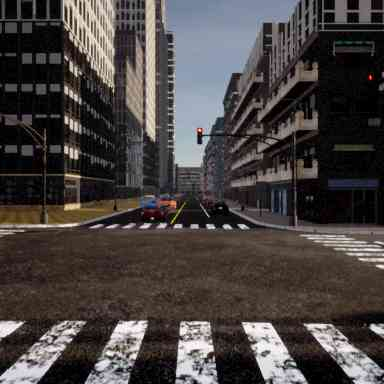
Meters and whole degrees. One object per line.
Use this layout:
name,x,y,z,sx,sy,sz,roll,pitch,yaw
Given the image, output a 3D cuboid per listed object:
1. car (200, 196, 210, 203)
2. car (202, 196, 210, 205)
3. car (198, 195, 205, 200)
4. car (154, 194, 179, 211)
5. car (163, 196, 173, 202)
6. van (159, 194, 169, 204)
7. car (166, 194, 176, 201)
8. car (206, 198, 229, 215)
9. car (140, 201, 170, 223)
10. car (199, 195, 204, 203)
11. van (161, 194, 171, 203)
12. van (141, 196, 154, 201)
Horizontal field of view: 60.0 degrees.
car,2.756,1.559,72.040,1.887,1.381,4.507,0,0,0
car,2.729,1.550,43.769,1.887,1.381,4.507,0,0,0
car,2.777,1.590,94.658,1.947,1.339,4.313,0,0,0
car,-3.060,1.355,40.852,2.097,1.767,4.553,0,0,0
car,-5.619,1.567,77.702,2.008,1.369,4.403,0,0,0
van,-5.631,1.353,66.394,1.690,1.788,3.998,0,0,0
car,-5.609,1.337,89.012,2.192,1.841,5.009,0,0,0
car,2.720,1.568,33.802,1.947,1.339,4.313,0,0,0
car,-2.955,1.602,26.116,1.895,1.301,4.718,0,0,-3
car,2.745,1.561,60.732,2.008,1.369,4.403,0,0,0
van,-5.625,1.355,72.048,1.690,1.788,3.998,0,0,0
van,-5.652,1.346,43.777,1.690,1.788,3.998,0,0,0
